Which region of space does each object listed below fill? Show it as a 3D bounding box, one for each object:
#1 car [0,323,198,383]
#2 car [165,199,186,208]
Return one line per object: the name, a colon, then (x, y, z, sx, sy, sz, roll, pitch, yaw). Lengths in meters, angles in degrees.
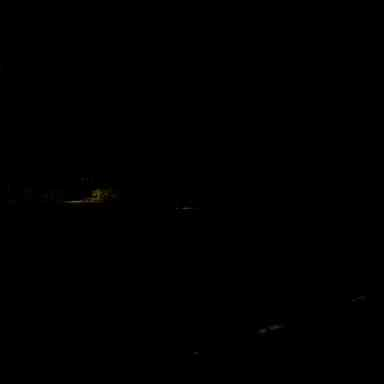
car: (-2.109, 1.591, 1.565, 4.718, 1.301, 1.895, 1, 0, -35)
car: (-3.043, 2.031, 60.700, 1.882, 1.535, 5.008, 0, 0, -36)
